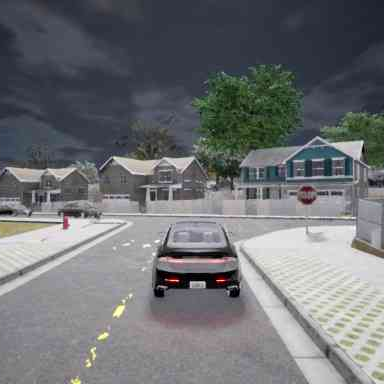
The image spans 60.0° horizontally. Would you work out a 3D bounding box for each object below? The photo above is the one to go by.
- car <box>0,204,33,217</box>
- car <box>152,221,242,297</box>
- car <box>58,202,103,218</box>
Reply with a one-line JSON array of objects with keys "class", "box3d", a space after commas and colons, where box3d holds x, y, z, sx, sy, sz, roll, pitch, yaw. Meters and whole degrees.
[{"class": "car", "box3d": [-19.691, 2.031, 36.767, 4.902, 1.511, 2.128, -2, -2, 30]}, {"class": "car", "box3d": [0.101, 1.495, 8.544, 2.128, 1.511, 4.902, 0, 0, 0]}, {"class": "car", "box3d": [-10.547, 1.755, 31.230, 4.892, 1.490, 1.837, -2, -2, 32]}]
